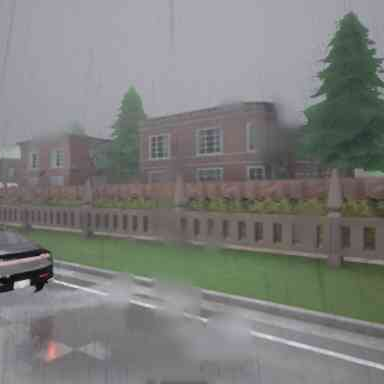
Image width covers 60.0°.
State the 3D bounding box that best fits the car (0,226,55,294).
[{"bbox_3d":[-5.176,1.534,7.680,4.902,1.511,2.128,0,0,36],"label":"car"}]
